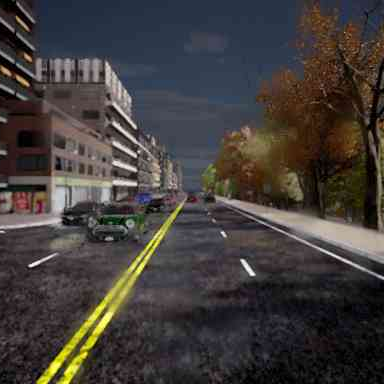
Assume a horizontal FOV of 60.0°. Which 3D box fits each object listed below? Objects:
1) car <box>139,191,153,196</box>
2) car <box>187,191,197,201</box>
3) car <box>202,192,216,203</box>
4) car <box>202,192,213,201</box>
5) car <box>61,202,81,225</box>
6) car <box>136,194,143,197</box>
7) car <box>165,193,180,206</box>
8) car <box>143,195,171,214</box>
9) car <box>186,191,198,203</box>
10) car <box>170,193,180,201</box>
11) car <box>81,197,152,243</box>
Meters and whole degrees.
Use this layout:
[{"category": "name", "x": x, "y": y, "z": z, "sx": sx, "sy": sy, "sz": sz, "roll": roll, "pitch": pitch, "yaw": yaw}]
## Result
[{"category": "car", "x": -6.573, "y": 0.951, "z": 46.706, "sx": 2.150, "sy": 2.045, "sz": 5.566, "roll": 0, "pitch": 1, "yaw": 0}, {"category": "car", "x": -0.012, "y": 0.745, "z": 69.788, "sx": 2.150, "sy": 2.045, "sz": 5.566, "roll": 0, "pitch": 0, "yaw": 0}, {"category": "car", "x": 3.240, "y": 1.169, "z": 59.344, "sx": 1.837, "sy": 1.490, "sz": 4.892, "roll": 0, "pitch": 0, "yaw": 0}, {"category": "car", "x": 3.239, "y": 0.875, "z": 69.729, "sx": 2.097, "sy": 1.767, "sz": 4.553, "roll": 0, "pitch": 0, "yaw": 0}, {"category": "car", "x": -7.067, "y": 1.386, "z": 22.685, "sx": 1.837, "sy": 1.490, "sz": 4.892, "roll": 1, "pitch": 1, "yaw": 7}, {"category": "car", "x": -6.601, "y": 1.279, "z": 34.231, "sx": 1.882, "sy": 1.535, "sz": 5.008, "roll": 0, "pitch": 0, "yaw": 0}, {"category": "car", "x": -3.315, "y": 1.069, "z": 49.406, "sx": 2.097, "sy": 1.767, "sz": 4.553, "roll": 0, "pitch": 0, "yaw": 0}, {"category": "car", "x": -3.352, "y": 1.315, "z": 32.516, "sx": 1.837, "sy": 1.490, "sz": 4.892, "roll": 0, "pitch": 0, "yaw": 0}, {"category": "car", "x": -0.010, "y": 1.142, "z": 59.343, "sx": 1.882, "sy": 1.535, "sz": 5.008, "roll": 0, "pitch": 0, "yaw": 0}, {"category": "car", "x": -3.260, "y": 0.876, "z": 64.748, "sx": 1.812, "sy": 1.442, "sz": 4.674, "roll": 0, "pitch": 0, "yaw": 0}, {"category": "car", "x": -3.361, "y": 1.303, "z": 15.763, "sx": 2.097, "sy": 1.767, "sz": 4.553, "roll": 0, "pitch": 0, "yaw": 0}]
